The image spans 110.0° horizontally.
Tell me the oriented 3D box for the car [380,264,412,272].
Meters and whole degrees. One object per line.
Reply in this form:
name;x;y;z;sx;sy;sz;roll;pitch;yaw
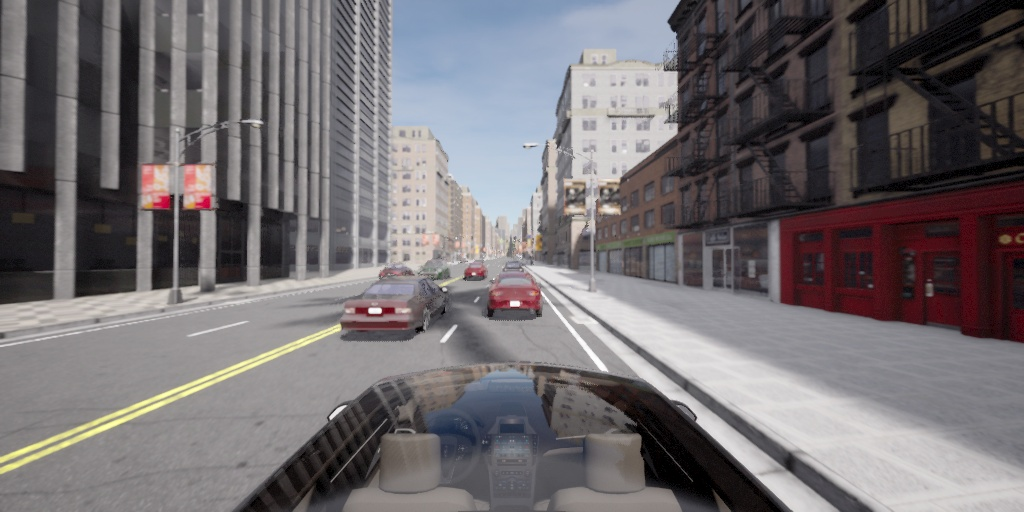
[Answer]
car;-9.842;1.353;30.651;1.994;1.385;4.181;0;0;0

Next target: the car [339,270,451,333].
car;-3.153;1.312;10.782;2.033;1.411;5.357;0;0;0

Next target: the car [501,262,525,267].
car;0.101;1.280;30.900;2.128;1.511;4.902;0;0;0

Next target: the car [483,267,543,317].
car;0.096;1.293;13.231;1.812;1.442;4.674;0;0;0

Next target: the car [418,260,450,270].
car;-6.592;1.140;30.680;2.097;1.767;4.553;0;0;0

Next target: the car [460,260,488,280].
car;-3.147;1.315;31.899;1.812;1.442;4.674;0;0;0
